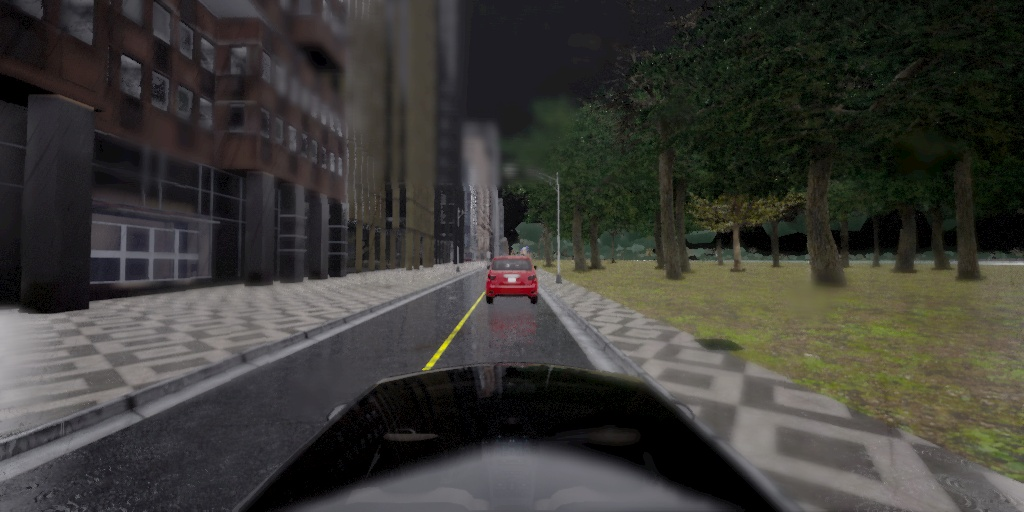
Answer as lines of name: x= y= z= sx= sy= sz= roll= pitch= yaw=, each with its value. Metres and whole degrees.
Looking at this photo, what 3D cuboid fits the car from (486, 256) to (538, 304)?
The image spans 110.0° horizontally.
car: x=-0.001 y=1.013 z=16.538 sx=2.150 sy=2.045 sz=5.566 roll=0 pitch=0 yaw=0
